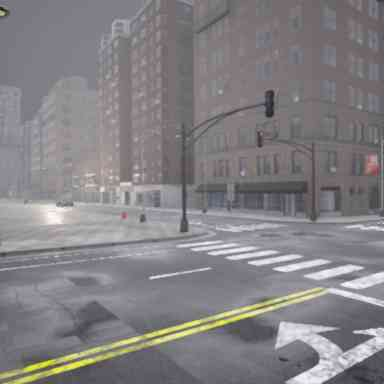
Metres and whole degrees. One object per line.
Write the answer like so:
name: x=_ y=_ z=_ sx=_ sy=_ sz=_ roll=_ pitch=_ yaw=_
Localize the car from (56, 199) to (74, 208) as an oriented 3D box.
car: x=-21.426 y=1.845 z=56.003 sx=2.033 sy=1.411 sz=5.357 roll=-1 pitch=0 yaw=-35
